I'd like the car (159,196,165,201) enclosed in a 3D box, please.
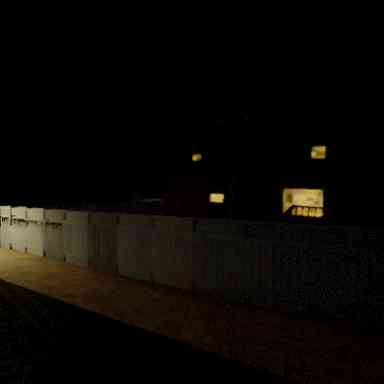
[{"bbox_3d":[-3.427,0.909,56.939,1.812,1.442,4.674,3,3,45],"label":"car"}]
